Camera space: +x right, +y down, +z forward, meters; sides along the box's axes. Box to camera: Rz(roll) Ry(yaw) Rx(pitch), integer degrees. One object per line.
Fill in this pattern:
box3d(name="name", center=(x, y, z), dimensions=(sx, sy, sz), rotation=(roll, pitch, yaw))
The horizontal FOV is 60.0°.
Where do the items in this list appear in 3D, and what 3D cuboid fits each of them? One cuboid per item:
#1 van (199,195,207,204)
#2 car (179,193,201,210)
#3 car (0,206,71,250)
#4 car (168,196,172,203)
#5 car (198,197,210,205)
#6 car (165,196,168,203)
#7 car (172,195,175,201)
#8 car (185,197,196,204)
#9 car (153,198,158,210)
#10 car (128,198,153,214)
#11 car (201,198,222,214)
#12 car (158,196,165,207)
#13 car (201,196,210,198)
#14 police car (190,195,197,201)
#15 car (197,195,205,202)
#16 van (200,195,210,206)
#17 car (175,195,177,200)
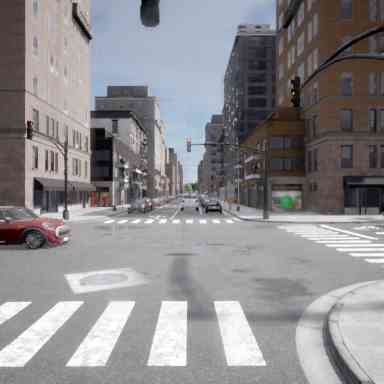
box3d(name="van", center=(2.261, 1.453, 69.182), dimensions=(1.690, 1.788, 3.998), rotation=(0, 0, 0))
box3d(name="car", center=(-0.273, 1.274, 43.152), dimensions=(2.150, 2.045, 5.566), rotation=(0, 0, 0))
box3d(name="car", center=(-7.506, 1.372, 13.836), dimensions=(4.553, 1.767, 2.097), rotation=(0, 0, 0))
box3d(name="car", center=(-5.764, 1.552, 69.178), dimensions=(1.967, 1.590, 4.097), rotation=(0, 0, 0))
box3d(name="car", center=(2.263, 1.647, 63.671), dimensions=(2.008, 1.369, 4.403), rotation=(0, 0, 0))
box3d(name="car", center=(-5.759, 1.634, 58.156), dimensions=(2.008, 1.369, 4.403), rotation=(0, 0, 0))
box3d(name="car", center=(-5.769, 1.694, 80.199), dimensions=(2.008, 1.369, 4.403), rotation=(0, 0, 0))
box3d(name="car", center=(-0.273, 1.651, 66.075), dimensions=(2.033, 1.411, 5.357), rotation=(0, 0, 0))
box3d(name="car", center=(-5.751, 1.489, 41.624), dimensions=(1.967, 1.590, 4.097), rotation=(0, 0, 0))
box3d(name="car", center=(-5.749, 1.480, 36.113), dimensions=(1.967, 1.590, 4.097), rotation=(0, 0, 0))
box3d(name="car", center=(2.276, 1.606, 36.116), dimensions=(1.947, 1.339, 4.313), rotation=(0, 0, 0))
box3d(name="car", center=(-5.756, 1.653, 52.645), dimensions=(1.802, 1.307, 4.206), rotation=(0, 0, 0))
box3d(name="car", center=(2.271, 1.641, 47.139), dimensions=(1.802, 1.307, 4.206), rotation=(0, 0, 0))
box3d(name="police car", center=(0.440, 1.599, 90.193), dimensions=(1.930, 1.638, 5.238), rotation=(0, 0, 0))
box3d(name="car", center=(2.253, 1.600, 85.714), dimensions=(1.967, 1.590, 4.097), rotation=(0, 0, 0))
box3d(name="van", center=(2.266, 1.424, 58.160), dimensions=(1.690, 1.788, 3.998), rotation=(0, 0, 0))
box3d(name="car", center=(-5.774, 1.721, 91.221), dimensions=(1.887, 1.381, 4.507), rotation=(0, 0, 0))
